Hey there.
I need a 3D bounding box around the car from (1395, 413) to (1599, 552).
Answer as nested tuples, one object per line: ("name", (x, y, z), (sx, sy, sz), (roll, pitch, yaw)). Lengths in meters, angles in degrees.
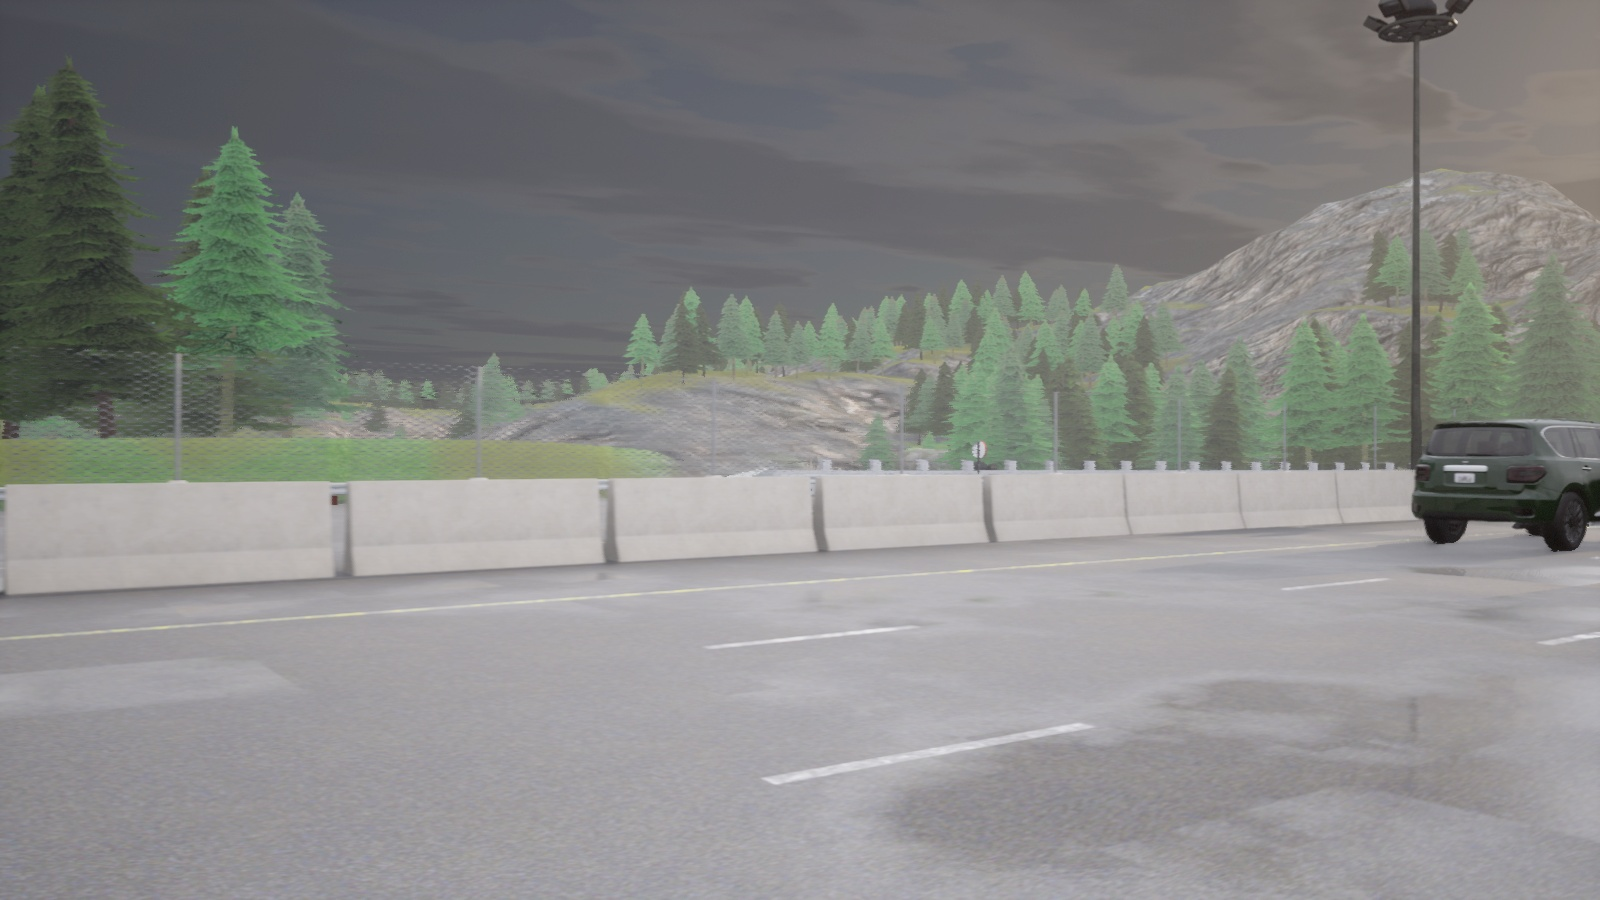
("car", (12.434, 0.475, 20.845), (5.566, 2.045, 2.150), (0, 0, -35))
